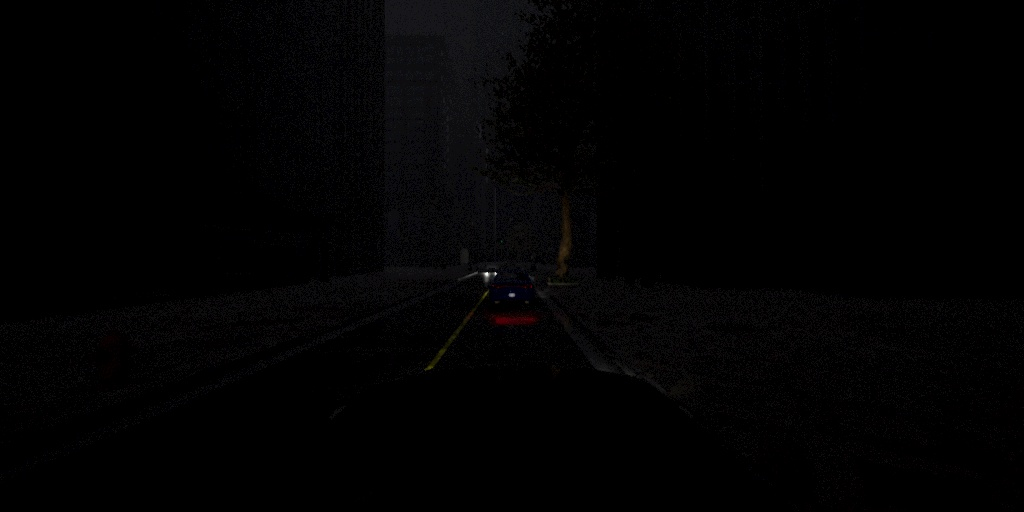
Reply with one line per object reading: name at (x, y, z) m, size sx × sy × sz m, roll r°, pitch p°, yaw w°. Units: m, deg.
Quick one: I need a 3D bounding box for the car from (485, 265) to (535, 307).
car at (0.009, 1.369, 16.313) m, size 1.882 × 1.535 × 5.008 m, roll 0°, pitch 0°, yaw 0°

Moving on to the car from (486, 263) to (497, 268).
car at (-3.000, 1.803, 55.192) m, size 1.812 × 1.442 × 4.674 m, roll 0°, pitch -1°, yaw 0°
